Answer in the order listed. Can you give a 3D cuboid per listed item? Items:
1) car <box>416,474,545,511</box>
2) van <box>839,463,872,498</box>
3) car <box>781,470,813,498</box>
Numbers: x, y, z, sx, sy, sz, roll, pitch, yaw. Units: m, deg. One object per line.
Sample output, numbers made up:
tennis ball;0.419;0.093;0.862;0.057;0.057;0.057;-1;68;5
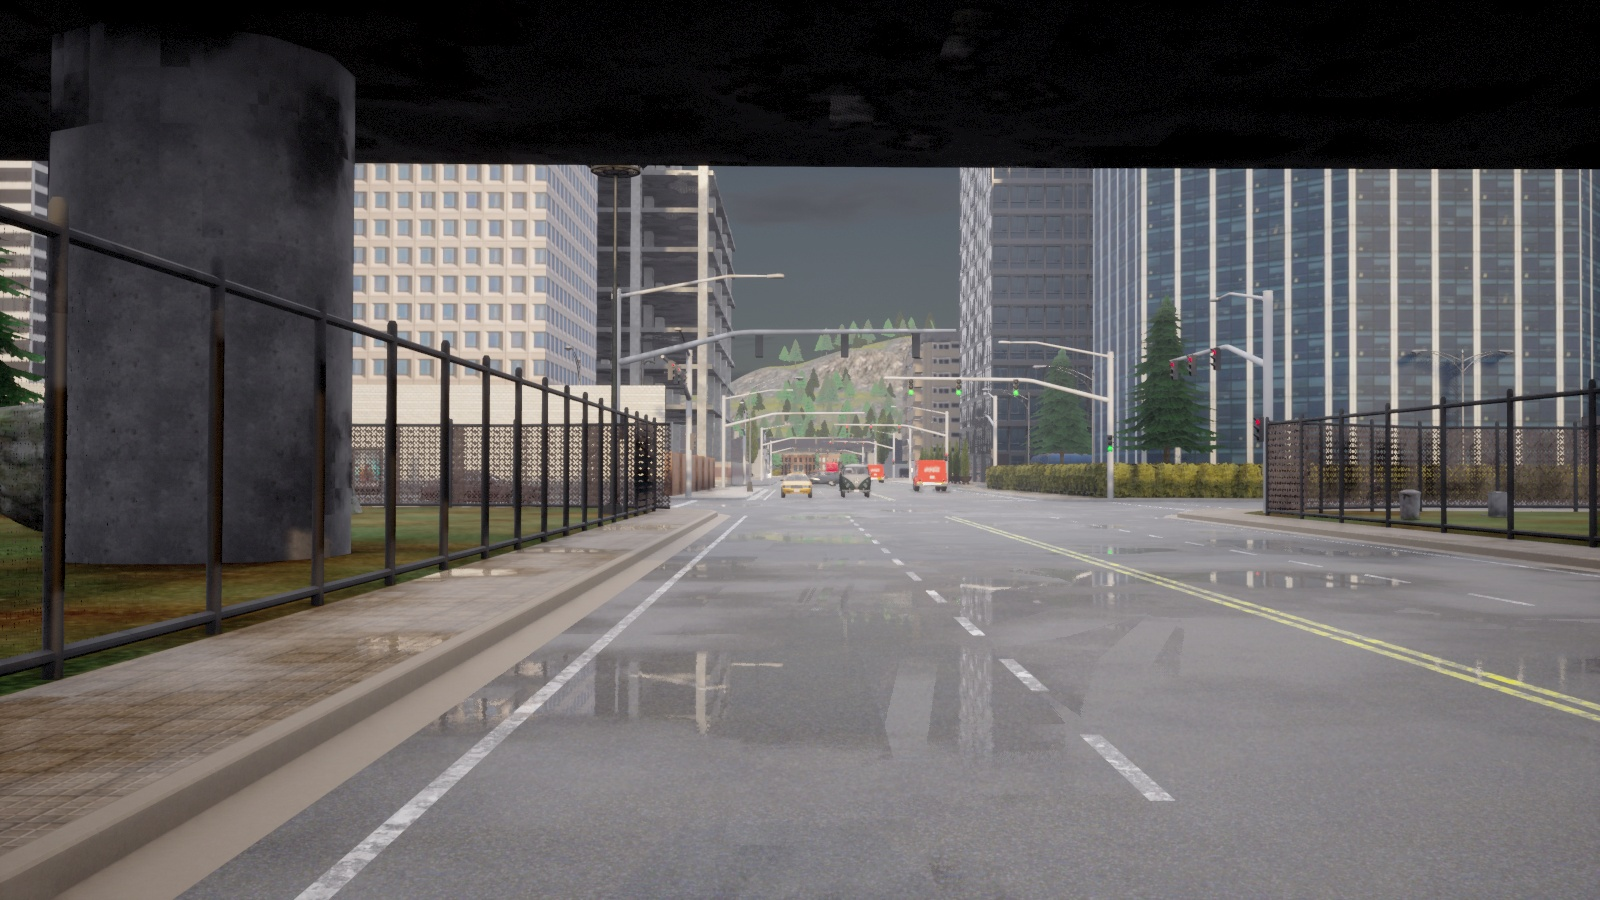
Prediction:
car;-12.717;1.676;50.171;4.674;1.442;1.812;0;-1;0
van;3.321;1.820;75.588;1.775;1.987;4.442;0;-1;0
car;-0.175;1.995;74.092;1.801;1.575;5.366;0;-1;0
